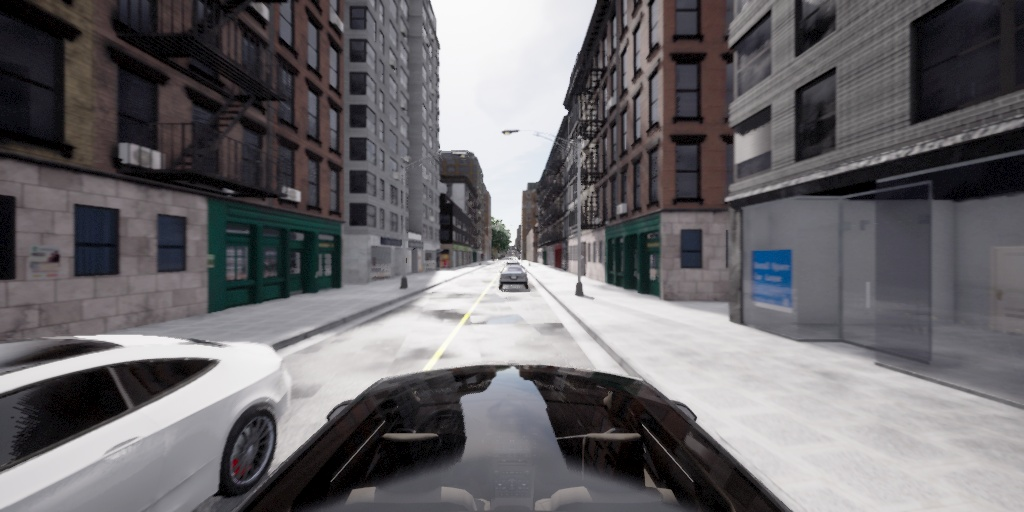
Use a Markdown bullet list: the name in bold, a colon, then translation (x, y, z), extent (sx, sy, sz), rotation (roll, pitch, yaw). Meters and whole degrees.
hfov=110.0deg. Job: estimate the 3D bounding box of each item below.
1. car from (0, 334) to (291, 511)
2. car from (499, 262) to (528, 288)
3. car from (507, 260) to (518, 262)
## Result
- **car**: translation (-3.096, 1.276, 1.779), extent (1.812, 1.442, 4.674), rotation (0, 0, -1)
- **car**: translation (0.103, 1.300, 23.597), extent (2.033, 1.411, 5.357), rotation (0, 0, 0)
- **car**: translation (0.106, 1.249, 48.564), extent (2.128, 1.511, 4.902), rotation (0, 0, 0)
